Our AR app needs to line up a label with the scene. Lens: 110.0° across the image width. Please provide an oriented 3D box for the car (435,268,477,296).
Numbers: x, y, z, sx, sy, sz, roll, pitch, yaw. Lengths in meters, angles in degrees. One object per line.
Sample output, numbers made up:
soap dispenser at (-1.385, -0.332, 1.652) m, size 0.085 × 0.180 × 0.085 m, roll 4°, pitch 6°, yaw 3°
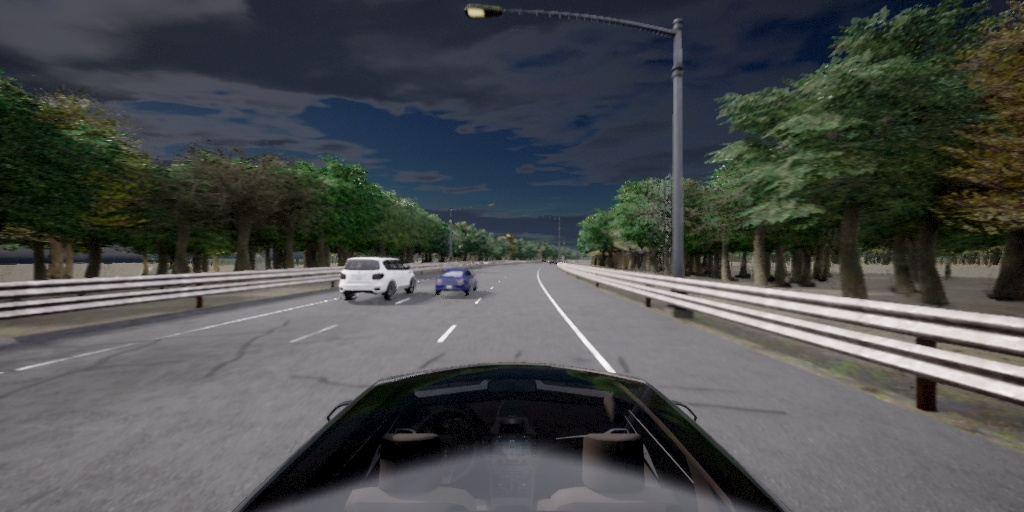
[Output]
car at (-3.123, 1.415, 20.482) m, size 1.812 × 1.442 × 4.674 m, roll 0°, pitch 0°, yaw 2°

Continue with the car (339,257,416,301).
car at (-6.685, 1.086, 18.444) m, size 2.150 × 2.045 × 5.566 m, roll 0°, pitch 0°, yaw 1°
